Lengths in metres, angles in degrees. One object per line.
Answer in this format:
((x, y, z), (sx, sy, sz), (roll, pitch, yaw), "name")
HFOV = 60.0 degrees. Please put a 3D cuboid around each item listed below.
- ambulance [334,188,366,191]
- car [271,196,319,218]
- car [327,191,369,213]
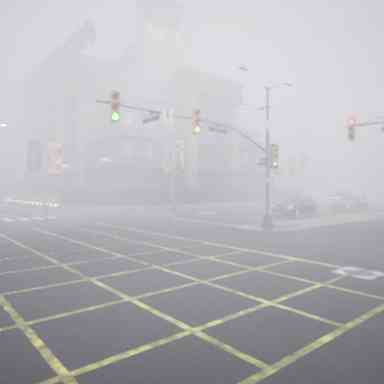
((18.924, 0.725, 40.720), (6.366, 2.431, 2.351), (0, 1, -40), "ambulance")
((8.582, 1.144, 27.570), (4.553, 1.767, 2.097), (0, 1, -40), "car")
((16.039, 1.101, 33.791), (4.553, 1.767, 2.097), (0, 1, -40), "car")
